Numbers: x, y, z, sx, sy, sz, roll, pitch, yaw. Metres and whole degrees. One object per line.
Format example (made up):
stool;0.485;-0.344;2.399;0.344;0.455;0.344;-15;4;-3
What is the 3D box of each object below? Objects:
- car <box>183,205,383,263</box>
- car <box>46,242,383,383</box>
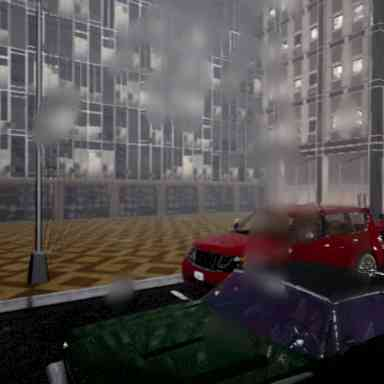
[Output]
car;2.266;1.244;7.531;5.009;1.841;2.192;0;1;-32
car;1.012;1.562;3.668;4.718;1.301;1.895;0;1;-33
